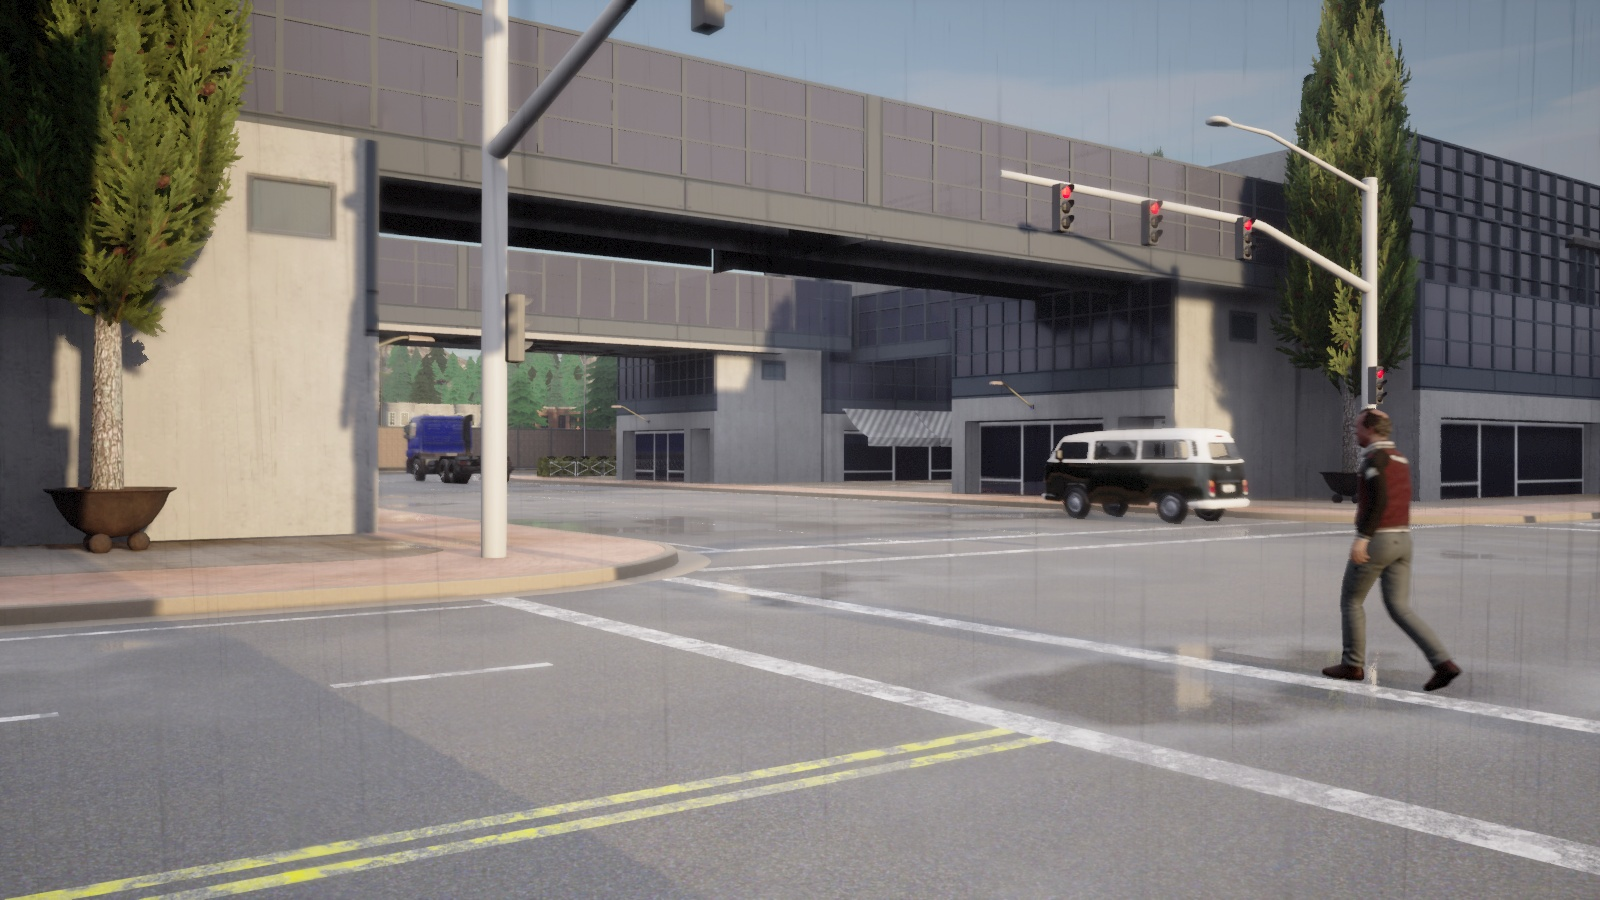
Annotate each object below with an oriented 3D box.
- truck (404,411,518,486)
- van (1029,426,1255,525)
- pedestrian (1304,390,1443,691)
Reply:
[{"bbox_3d":[-17.009,-0.049,62.522,2.891,3.462,7.936,0,0,-36],"label":"truck"},{"bbox_3d":[7.584,0.521,28.150,2.069,2.038,4.480,0,0,-41],"label":"van"},{"bbox_3d":[3.704,0.559,8.136,0.376,1.854,0.720,0,0,-36],"label":"pedestrian"}]
